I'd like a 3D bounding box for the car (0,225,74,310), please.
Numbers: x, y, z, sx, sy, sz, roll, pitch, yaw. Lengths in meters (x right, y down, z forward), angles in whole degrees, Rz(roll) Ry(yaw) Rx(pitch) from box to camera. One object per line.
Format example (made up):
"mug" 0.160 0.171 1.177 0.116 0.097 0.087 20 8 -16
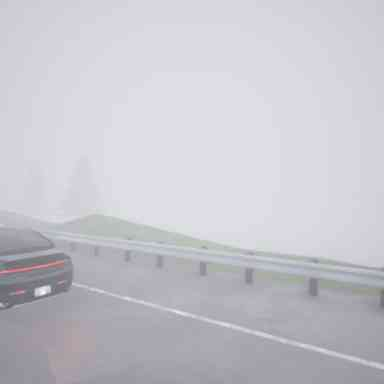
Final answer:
"car" -4.600 1.488 7.271 4.892 1.490 1.837 0 0 35
